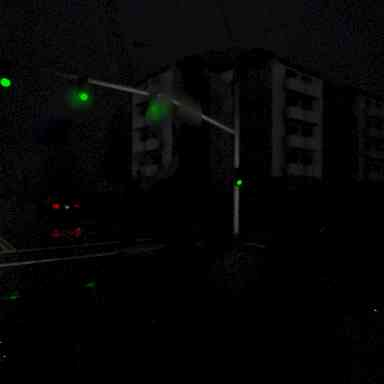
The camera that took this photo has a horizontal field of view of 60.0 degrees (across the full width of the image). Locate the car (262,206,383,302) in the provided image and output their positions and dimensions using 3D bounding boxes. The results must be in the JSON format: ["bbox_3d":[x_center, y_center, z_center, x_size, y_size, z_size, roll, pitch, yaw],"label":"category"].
[{"bbox_3d":[4.007,1.267,6.654,2.150,2.045,5.566,0,0,-36],"label":"car"}]

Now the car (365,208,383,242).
[{"bbox_3d":[10.998,1.588,16.940,5.008,1.535,1.882,0,0,-37],"label":"car"}]

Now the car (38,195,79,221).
[{"bbox_3d":[-10.998,1.241,27.289,2.150,2.045,5.566,0,0,-36],"label":"car"}]
